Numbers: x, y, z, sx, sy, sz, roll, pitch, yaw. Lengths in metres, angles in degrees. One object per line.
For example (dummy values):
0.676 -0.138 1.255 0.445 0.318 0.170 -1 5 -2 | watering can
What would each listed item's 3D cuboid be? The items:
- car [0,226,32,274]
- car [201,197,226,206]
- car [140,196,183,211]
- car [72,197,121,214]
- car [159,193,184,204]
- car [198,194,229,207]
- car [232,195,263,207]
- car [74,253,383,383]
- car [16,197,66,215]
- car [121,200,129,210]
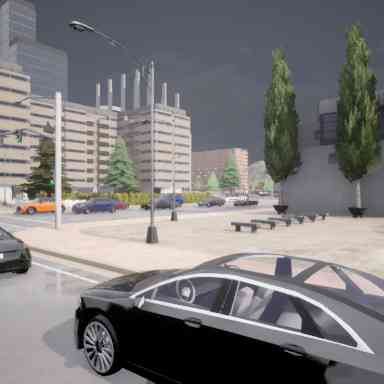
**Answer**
-6.333 1.564 9.484 4.181 1.385 1.994 0 0 40 | car
3.664 1.525 56.030 1.812 1.442 4.674 0 0 41 | car
-3.982 1.547 41.906 2.033 1.411 5.357 0 0 41 | car
-10.186 1.352 34.744 2.097 1.767 4.553 0 0 41 | car
-3.594 1.217 47.693 2.150 2.045 5.566 0 1 41 | car
2.830 1.491 49.752 2.128 1.511 4.902 0 0 41 | car
8.358 1.600 50.503 1.895 1.301 4.718 0 0 41 | car
0.574 1.492 3.866 4.902 1.511 2.128 0 0 37 | car
-15.447 1.352 34.113 2.097 1.767 4.553 0 0 42 | car
-9.749 1.564 40.588 1.994 1.385 4.181 0 0 41 | car
